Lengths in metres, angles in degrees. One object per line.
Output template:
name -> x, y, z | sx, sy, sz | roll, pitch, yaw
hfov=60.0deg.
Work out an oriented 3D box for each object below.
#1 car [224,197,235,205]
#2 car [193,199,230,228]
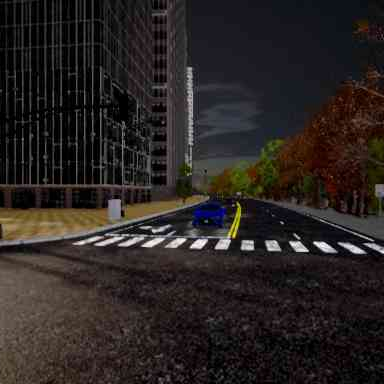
car -> 6.478, 1.497, 57.729 | 1.994, 1.385, 4.181 | 0, 0, 7
car -> 1.281, 1.480, 22.462 | 1.882, 1.535, 5.008 | 0, 0, 9
